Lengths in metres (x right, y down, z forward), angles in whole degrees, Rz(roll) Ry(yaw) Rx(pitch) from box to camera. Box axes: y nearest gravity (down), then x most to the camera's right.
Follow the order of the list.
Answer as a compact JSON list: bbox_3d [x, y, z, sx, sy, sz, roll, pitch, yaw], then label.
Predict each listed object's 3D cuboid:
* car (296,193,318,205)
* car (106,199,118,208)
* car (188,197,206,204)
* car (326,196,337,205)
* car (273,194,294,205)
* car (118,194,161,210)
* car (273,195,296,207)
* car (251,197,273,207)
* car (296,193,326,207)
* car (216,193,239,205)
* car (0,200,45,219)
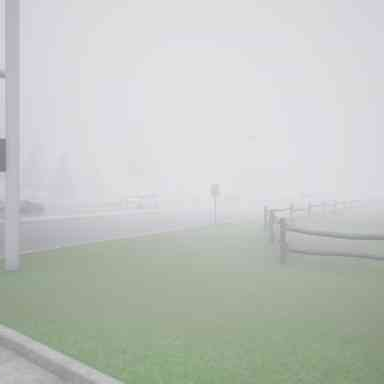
[{"bbox_3d":[20.796,1.221,60.123,2.150,2.045,5.566,0,0,37],"label":"car"},{"bbox_3d":[-10.076,1.547,49.012,2.033,1.411,5.357,0,0,35],"label":"car"},{"bbox_3d":[0.961,1.586,64.530,1.994,1.385,4.181,0,0,36],"label":"car"},{"bbox_3d":[24.387,1.526,59.105,1.812,1.442,4.674,0,0,36],"label":"car"},{"bbox_3d":[16.765,1.352,60.719,2.097,1.767,4.553,0,0,36],"label":"car"},{"bbox_3d":[-6.249,1.221,42.256,2.150,2.045,5.566,0,0,35],"label":"car"},{"bbox_3d":[14.935,1.352,52.057,2.097,1.767,4.553,0,0,36],"label":"car"},{"bbox_3d":[11.246,1.547,53.001,2.033,1.411,5.357,0,0,36],"label":"car"},{"bbox_3d":[18.072,1.222,50.434,2.150,2.045,5.566,0,0,36],"label":"car"},{"bbox_3d":[6.542,1.207,60.302,2.150,2.045,5.566,0,0,36],"label":"car"},{"bbox_3d":[-15.427,1.490,29.058,2.128,1.511,4.902,0,0,35],"label":"car"}]
